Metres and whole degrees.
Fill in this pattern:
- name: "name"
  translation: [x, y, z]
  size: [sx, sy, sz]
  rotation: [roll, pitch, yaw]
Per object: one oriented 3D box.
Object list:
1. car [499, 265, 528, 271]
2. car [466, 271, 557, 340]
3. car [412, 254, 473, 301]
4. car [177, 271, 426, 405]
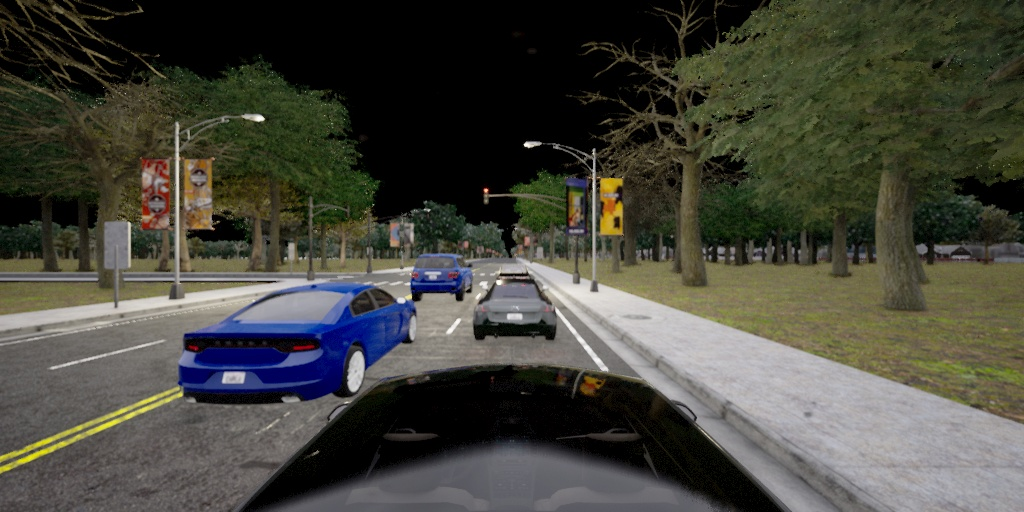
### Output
- name: "car"
  translation: [0.087, 1.194, 18.750]
  size: [2.128, 1.511, 4.902]
  rotation: [0, 0, 0]
- name: "car"
  translation: [0.088, 1.291, 9.848]
  size: [1.994, 1.385, 4.181]
  rotation: [0, 0, 1]
- name: "car"
  translation: [-3.161, 0.930, 17.005]
  size: [2.150, 2.045, 5.566]
  rotation: [0, 0, 0]
- name: "car"
  translation: [-3.152, 1.214, 6.519]
  size: [1.882, 1.535, 5.008]
  rotation: [0, 0, 0]
